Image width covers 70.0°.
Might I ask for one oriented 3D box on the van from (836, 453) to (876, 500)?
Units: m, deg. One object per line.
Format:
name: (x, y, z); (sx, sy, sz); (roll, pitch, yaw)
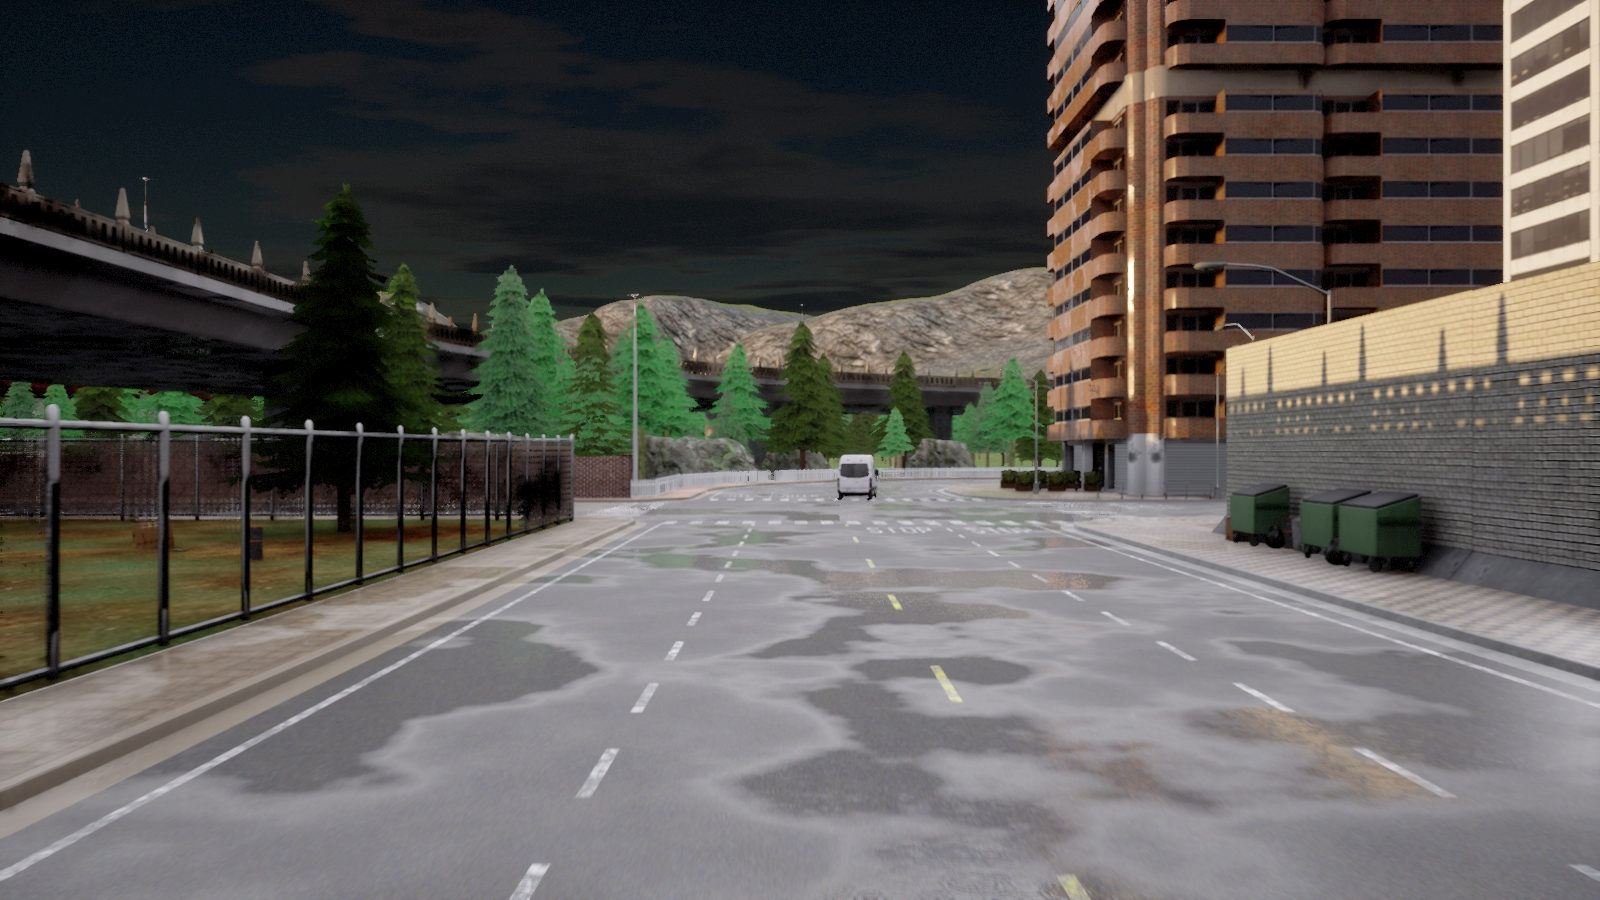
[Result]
van: (3.320, 1.491, 66.518); (1.988, 2.561, 5.915); (0, 1, 6)
